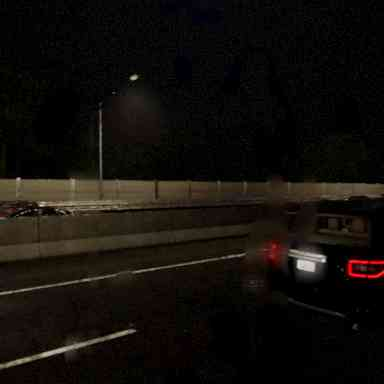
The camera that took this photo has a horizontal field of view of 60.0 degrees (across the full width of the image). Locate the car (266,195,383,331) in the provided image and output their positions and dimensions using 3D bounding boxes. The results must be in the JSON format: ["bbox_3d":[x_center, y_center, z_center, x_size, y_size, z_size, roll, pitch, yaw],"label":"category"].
[{"bbox_3d":[3.888,1.169,6.522,5.566,2.045,2.150,-1,0,-35],"label":"car"}]

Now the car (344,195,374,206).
[{"bbox_3d":[23.325,1.169,46.382,4.674,1.442,1.812,0,0,-35],"label":"car"}]

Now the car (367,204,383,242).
[{"bbox_3d":[10.374,1.344,15.442,5.008,1.535,1.882,-1,0,-35],"label":"car"}]

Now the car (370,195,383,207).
[{"bbox_3d":[25.824,1.132,43.867,4.902,1.511,2.128,0,0,-35],"label":"car"}]

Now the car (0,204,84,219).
[{"bbox_3d":[-7.588,1.482,15.776,4.892,1.490,1.837,-1,0,-35],"label":"car"}]

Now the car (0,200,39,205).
[{"bbox_3d":[-11.839,1.331,21.343,4.553,1.767,2.097,-1,0,-35],"label":"car"}]

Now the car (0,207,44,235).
[{"bbox_3d":[-10.686,1.588,17.867,4.718,1.301,1.895,-1,0,-35],"label":"car"}]
